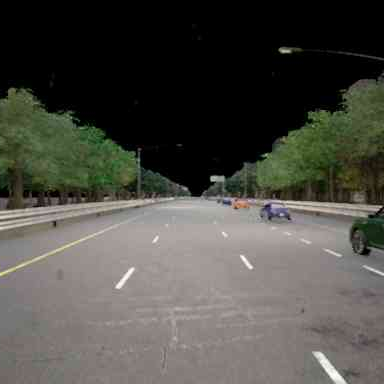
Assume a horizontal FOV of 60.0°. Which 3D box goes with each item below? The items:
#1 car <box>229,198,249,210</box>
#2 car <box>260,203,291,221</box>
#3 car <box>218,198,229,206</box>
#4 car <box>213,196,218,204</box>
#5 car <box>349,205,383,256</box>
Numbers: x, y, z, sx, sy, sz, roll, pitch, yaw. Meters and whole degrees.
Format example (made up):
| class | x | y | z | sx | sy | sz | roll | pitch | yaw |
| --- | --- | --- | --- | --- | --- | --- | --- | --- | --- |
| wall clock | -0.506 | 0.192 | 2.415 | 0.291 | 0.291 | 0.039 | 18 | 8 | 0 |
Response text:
| class | x | y | z | sx | sy | sz | roll | pitch | yaw |
| --- | --- | --- | --- | --- | --- | --- | --- | --- | --- |
| car | 7.117 | 1.688 | 49.267 | 2.097 | 1.767 | 4.553 | 0 | -1 | 0 |
| car | 7.035 | 1.644 | 28.346 | 1.812 | 1.442 | 4.674 | 0 | 0 | 0 |
| car | 7.252 | 2.081 | 70.822 | 1.882 | 1.535 | 5.008 | 0 | -1 | 0 |
| car | 7.393 | 2.325 | 87.807 | 1.837 | 1.490 | 4.892 | 0 | -1 | 1 |
| car | 7.003 | 1.239 | 10.181 | 2.150 | 2.045 | 5.566 | 0 | 0 | 0 |
